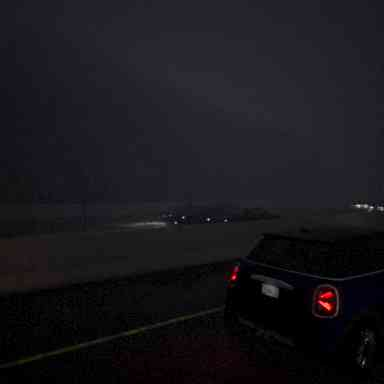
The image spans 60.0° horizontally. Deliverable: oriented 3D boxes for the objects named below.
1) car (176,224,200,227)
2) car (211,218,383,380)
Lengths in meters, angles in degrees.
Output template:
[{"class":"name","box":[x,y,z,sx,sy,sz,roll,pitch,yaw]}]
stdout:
[{"class":"car","box":[0.776,1.599,21.815,4.718,1.301,1.895,0,0,-36]},{"class":"car","box":[2.788,1.351,5.735,4.553,1.767,2.097,0,0,-36]}]
